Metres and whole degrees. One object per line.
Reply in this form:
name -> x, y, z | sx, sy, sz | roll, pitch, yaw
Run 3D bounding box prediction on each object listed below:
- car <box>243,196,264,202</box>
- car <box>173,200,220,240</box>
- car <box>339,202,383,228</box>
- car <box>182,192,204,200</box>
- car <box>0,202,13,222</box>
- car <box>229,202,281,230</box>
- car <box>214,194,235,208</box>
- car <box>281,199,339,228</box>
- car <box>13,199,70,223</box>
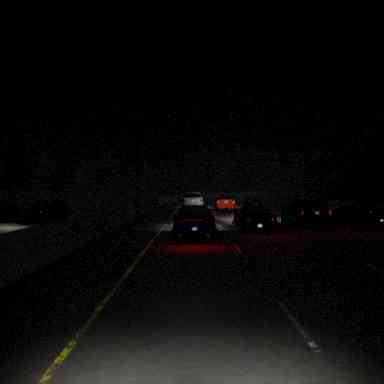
car -> 7.120, 1.223, 39.062 | 1.882, 1.535, 5.008 | 0, 0, 0
car -> 0.105, 1.371, 16.343 | 1.882, 1.535, 5.008 | 0, 0, 0
car -> 10.606, 1.355, 21.005 | 2.128, 1.511, 4.902 | 0, 0, 0
car -> 0.112, 0.983, 36.639 | 2.150, 2.045, 5.566 | 0, 0, 0
car -> -14.089, 1.404, 24.538 | 1.994, 1.385, 4.181 | 0, 0, 0
car -> 3.606, 1.471, 19.821 | 1.895, 1.301, 4.718 | 0, 0, 0
car -> 3.613, 1.109, 37.279 | 2.097, 1.767, 4.553 | 0, 0, 0
car -> 7.107, 1.215, 21.002 | 2.097, 1.767, 4.553 | 0, 0, 0
car -> -10.590, 1.319, 24.287 | 1.882, 1.535, 5.008 | 0, 0, 0
